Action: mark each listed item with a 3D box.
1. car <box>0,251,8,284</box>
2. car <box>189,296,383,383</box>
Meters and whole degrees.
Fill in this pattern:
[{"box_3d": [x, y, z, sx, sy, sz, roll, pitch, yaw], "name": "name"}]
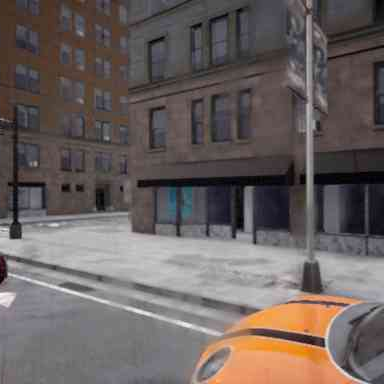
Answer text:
[{"box_3d": [-6.407, 1.578, 8.248, 4.181, 1.385, 1.994, 0, 0, 36], "name": "car"}, {"box_3d": [2.145, 1.351, 2.156, 4.553, 1.767, 2.097, 0, 0, 36], "name": "car"}]
